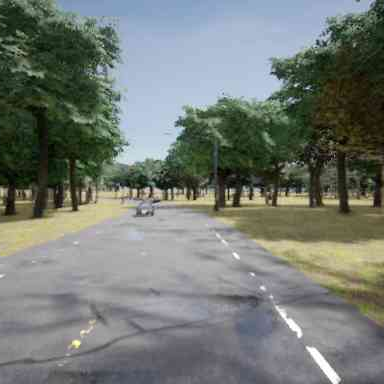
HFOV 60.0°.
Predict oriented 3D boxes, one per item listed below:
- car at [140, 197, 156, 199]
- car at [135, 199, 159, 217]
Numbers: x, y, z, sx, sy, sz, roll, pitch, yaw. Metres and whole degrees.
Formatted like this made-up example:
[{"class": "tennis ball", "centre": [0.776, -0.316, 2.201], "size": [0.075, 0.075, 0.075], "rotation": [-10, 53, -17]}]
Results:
[{"class": "car", "centre": [-10.115, 2.062, 75.974], "size": [2.128, 1.511, 4.902], "rotation": [0, -1, -10]}, {"class": "car", "centre": [-4.930, 1.833, 35.391], "size": [2.128, 1.511, 4.902], "rotation": [0, -1, -5]}]
